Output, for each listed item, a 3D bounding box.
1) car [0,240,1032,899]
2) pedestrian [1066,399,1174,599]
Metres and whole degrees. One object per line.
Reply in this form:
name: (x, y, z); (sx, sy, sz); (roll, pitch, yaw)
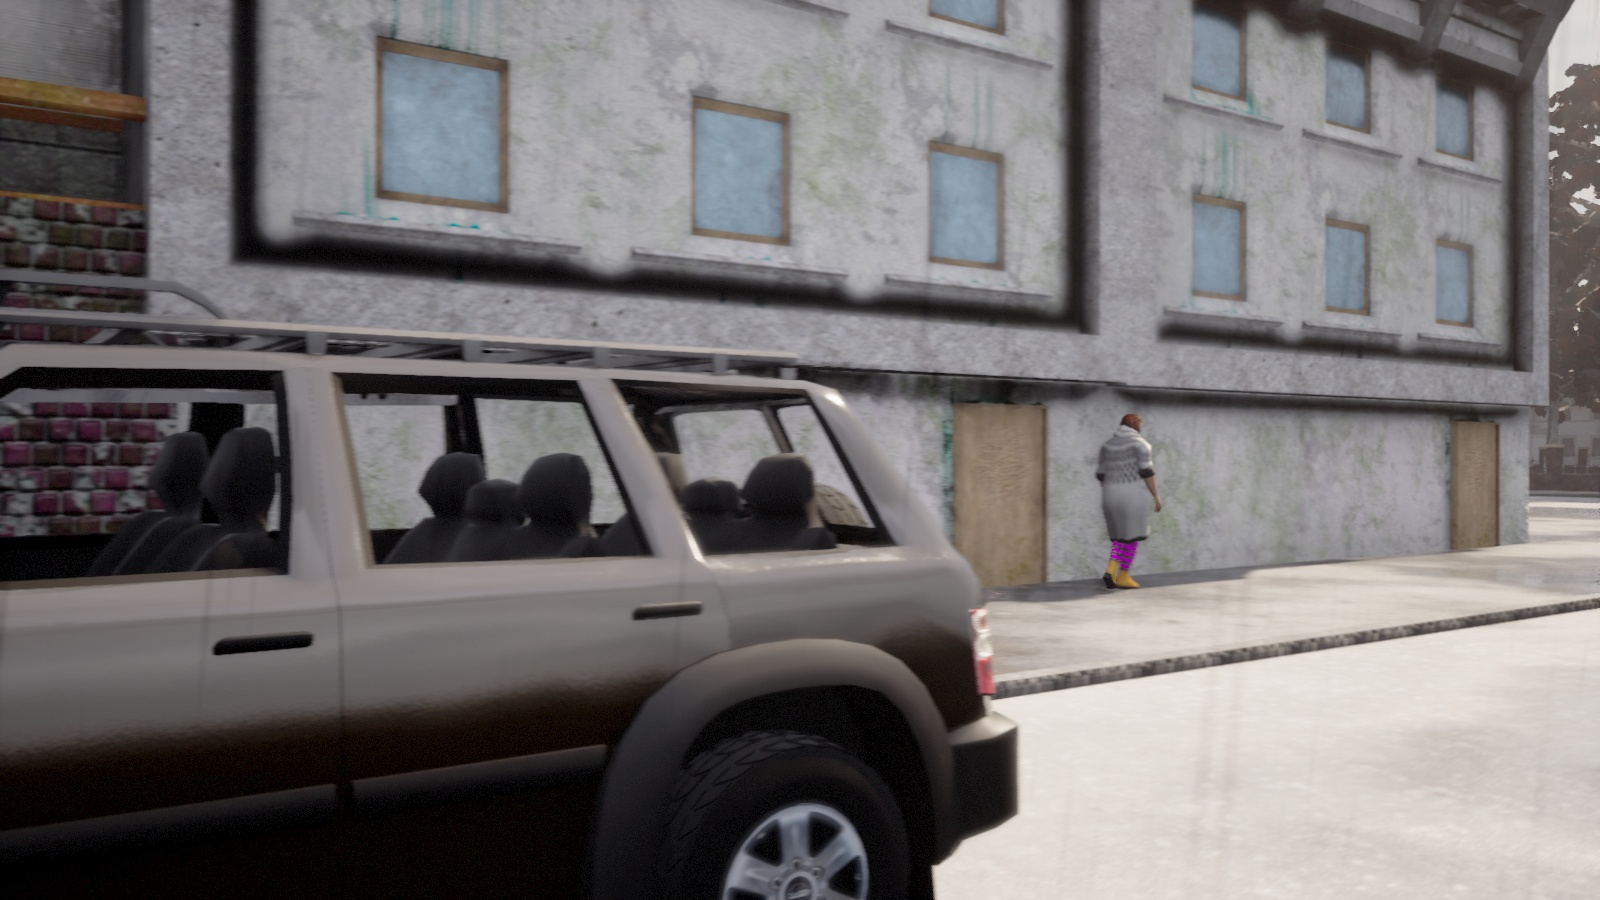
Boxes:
car: (-1.788, 0.573, 3.023); (4.605, 1.855, 1.932); (0, 0, -35)
pedestrian: (3.261, 0.479, 12.816); (0.873, 1.952, 0.659); (0, 0, -37)
